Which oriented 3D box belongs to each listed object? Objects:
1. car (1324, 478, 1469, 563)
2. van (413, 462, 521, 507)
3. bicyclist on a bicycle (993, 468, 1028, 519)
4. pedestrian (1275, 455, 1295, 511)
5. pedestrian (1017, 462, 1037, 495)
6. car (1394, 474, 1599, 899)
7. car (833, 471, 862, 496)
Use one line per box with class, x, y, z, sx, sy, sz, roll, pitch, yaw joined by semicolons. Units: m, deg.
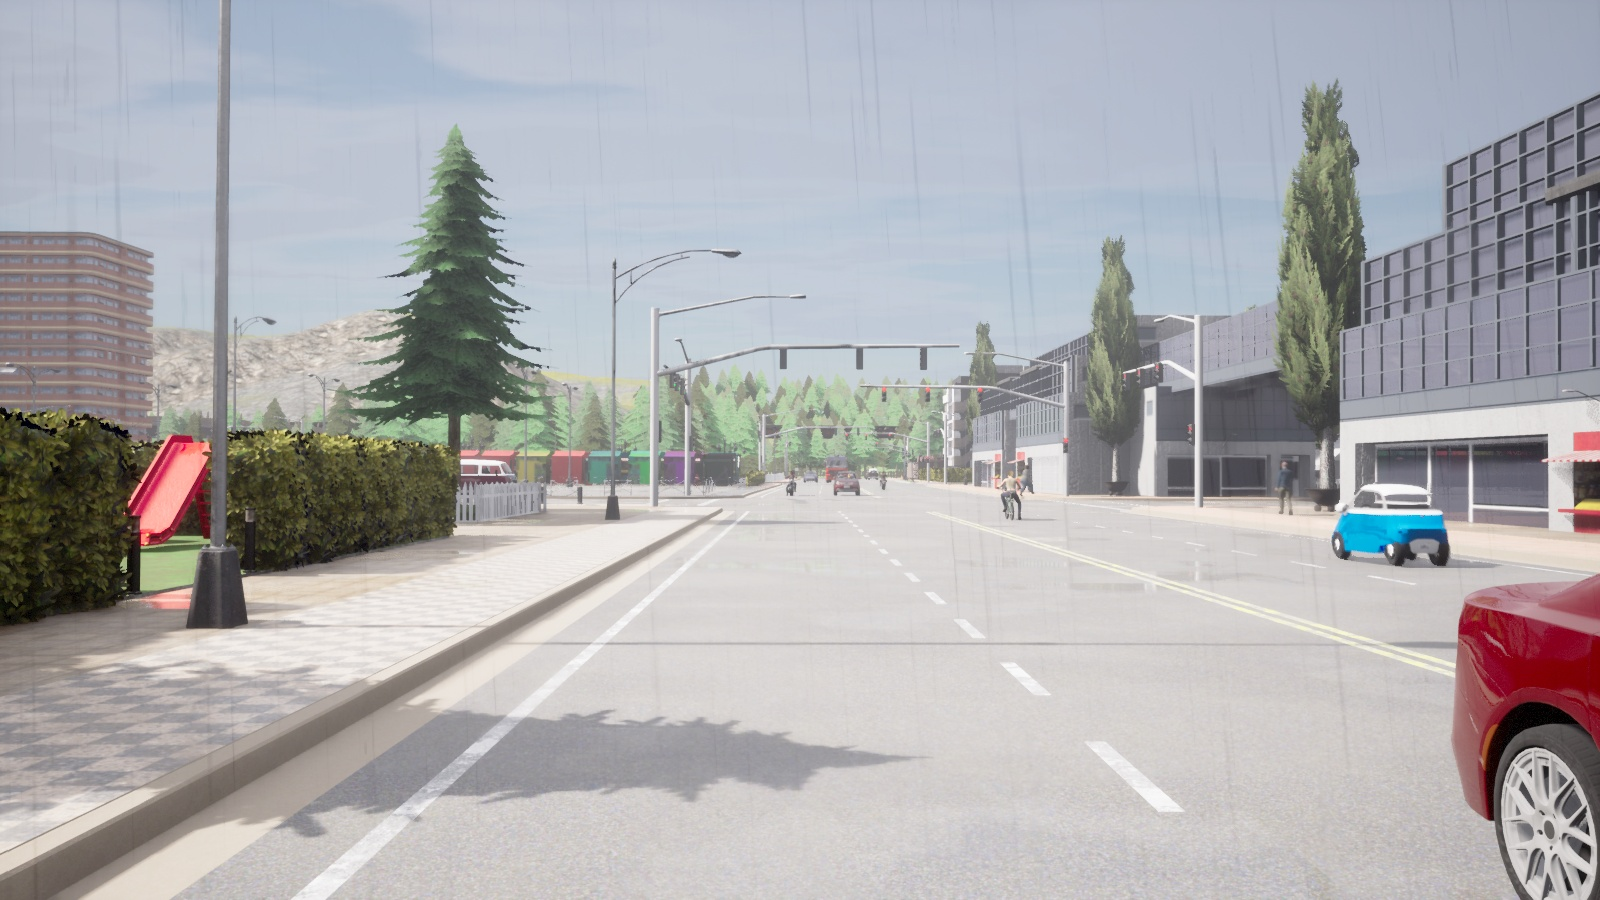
car;10.403;1.197;22.038;1.481;1.376;2.207;0;-1;0
van;-15.426;1.577;58.372;4.480;2.038;2.069;0;-1;0
bicyclist on a bicycle;6.817;1.407;40.777;0.866;1.612;1.509;0;-1;0
pedestrian;16.166;1.110;41.858;0.402;1.842;0.726;0;-1;1
pedestrian;13.119;1.636;72.572;0.900;1.855;0.874;0;-1;-12
car;3.484;0.826;2.846;1.882;1.535;5.008;0;-1;0
car;3.028;2.141;81.198;1.789;1.549;3.705;0;-1;1
